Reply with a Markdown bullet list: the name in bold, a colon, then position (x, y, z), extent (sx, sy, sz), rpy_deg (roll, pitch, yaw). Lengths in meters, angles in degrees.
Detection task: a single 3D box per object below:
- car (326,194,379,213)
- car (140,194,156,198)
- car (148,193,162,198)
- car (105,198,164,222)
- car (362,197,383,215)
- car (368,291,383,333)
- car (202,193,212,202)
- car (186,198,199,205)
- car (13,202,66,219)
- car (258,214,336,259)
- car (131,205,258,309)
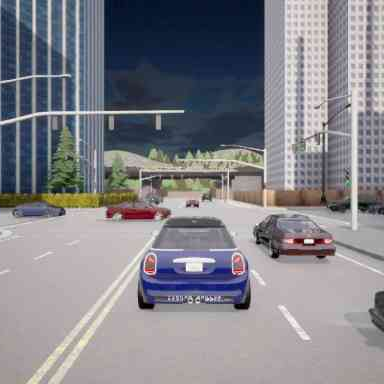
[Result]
- **car**: position (17.820, 1.221, 36.622), extent (5.566, 2.045, 2.150), rpy_deg (0, 0, 0)
- **car**: position (-7.127, 1.491, 49.781), extent (2.128, 1.511, 4.902), rpy_deg (0, 0, 0)
- **car**: position (-7.110, 1.221, 59.648), extent (2.150, 2.045, 5.566), rpy_deg (0, 0, 0)
- **car**: position (-4.114, 1.477, 25.711), extent (5.008, 1.535, 1.882), rpy_deg (0, 0, -1)
- **car**: position (19.999, 1.526, 33.089), extent (4.674, 1.442, 1.812), rpy_deg (0, 0, 0)
- **car**: position (3.599, 1.547, 2.573), extent (2.033, 1.411, 5.357), rpy_deg (0, 0, 0)
- **car**: position (3.450, 1.202, 77.733), extent (2.150, 2.045, 5.566), rpy_deg (0, 0, 0)
- **car**: position (0.074, 1.601, 50.499), extent (1.895, 1.301, 4.718), rpy_deg (0, 0, 0)
- **car**: position (-13.306, 1.564, 29.073), extent (4.181, 1.385, 1.994), rpy_deg (0, 0, -1)
- **car**: position (3.602, 1.547, 12.641), extent (2.033, 1.411, 5.357), rpy_deg (0, 0, 1)
- **car**: position (0.054, 1.352, 8.012), extent (2.097, 1.767, 4.553), rpy_deg (0, 0, 0)
